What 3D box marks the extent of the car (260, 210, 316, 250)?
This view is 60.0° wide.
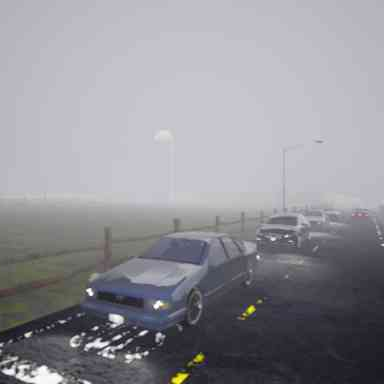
[{"bbox_3d":[4.585,1.806,16.244,1.837,1.490,4.892,0,-1,28],"label":"car"}]

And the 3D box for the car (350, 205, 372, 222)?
[{"bbox_3d":[17.261,2.273,34.043,2.033,1.411,5.357,0,-1,28],"label":"car"}]

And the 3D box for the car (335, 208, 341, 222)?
[{"bbox_3d":[13.883,2.248,33.751,1.994,1.385,4.181,0,-1,29],"label":"car"}]

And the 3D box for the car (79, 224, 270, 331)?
[{"bbox_3d":[0.032,1.660,7.617,2.033,1.411,5.357,0,-1,27],"label":"car"}]

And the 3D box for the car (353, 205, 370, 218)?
[{"bbox_3d":[21.941,2.428,43.001,1.837,1.490,4.892,0,-1,28],"label":"car"}]

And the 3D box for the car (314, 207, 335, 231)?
[{"bbox_3d":[9.156,2.037,24.887,2.033,1.411,5.357,0,-1,28],"label":"car"}]
